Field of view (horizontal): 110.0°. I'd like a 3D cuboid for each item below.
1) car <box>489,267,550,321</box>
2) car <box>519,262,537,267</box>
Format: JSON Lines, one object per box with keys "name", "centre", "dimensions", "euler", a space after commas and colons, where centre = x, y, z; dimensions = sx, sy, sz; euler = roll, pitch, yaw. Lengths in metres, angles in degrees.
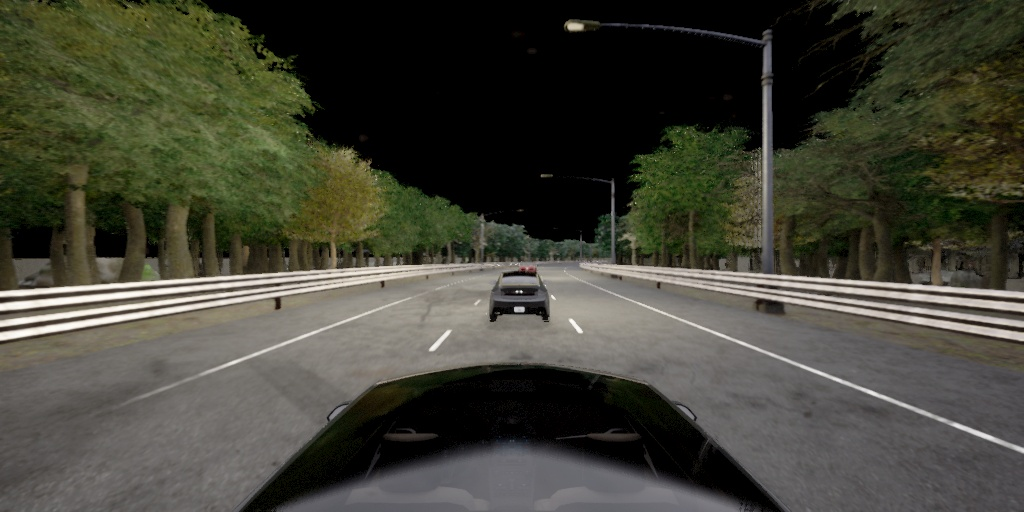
{"name": "car", "centre": [0.265, 1.281, 12.561], "dimensions": [1.837, 1.490, 4.892], "euler": [0, 0, 1]}
{"name": "car", "centre": [1.879, 1.471, 42.386], "dimensions": [2.097, 1.767, 4.553], "euler": [0, -1, 5]}
